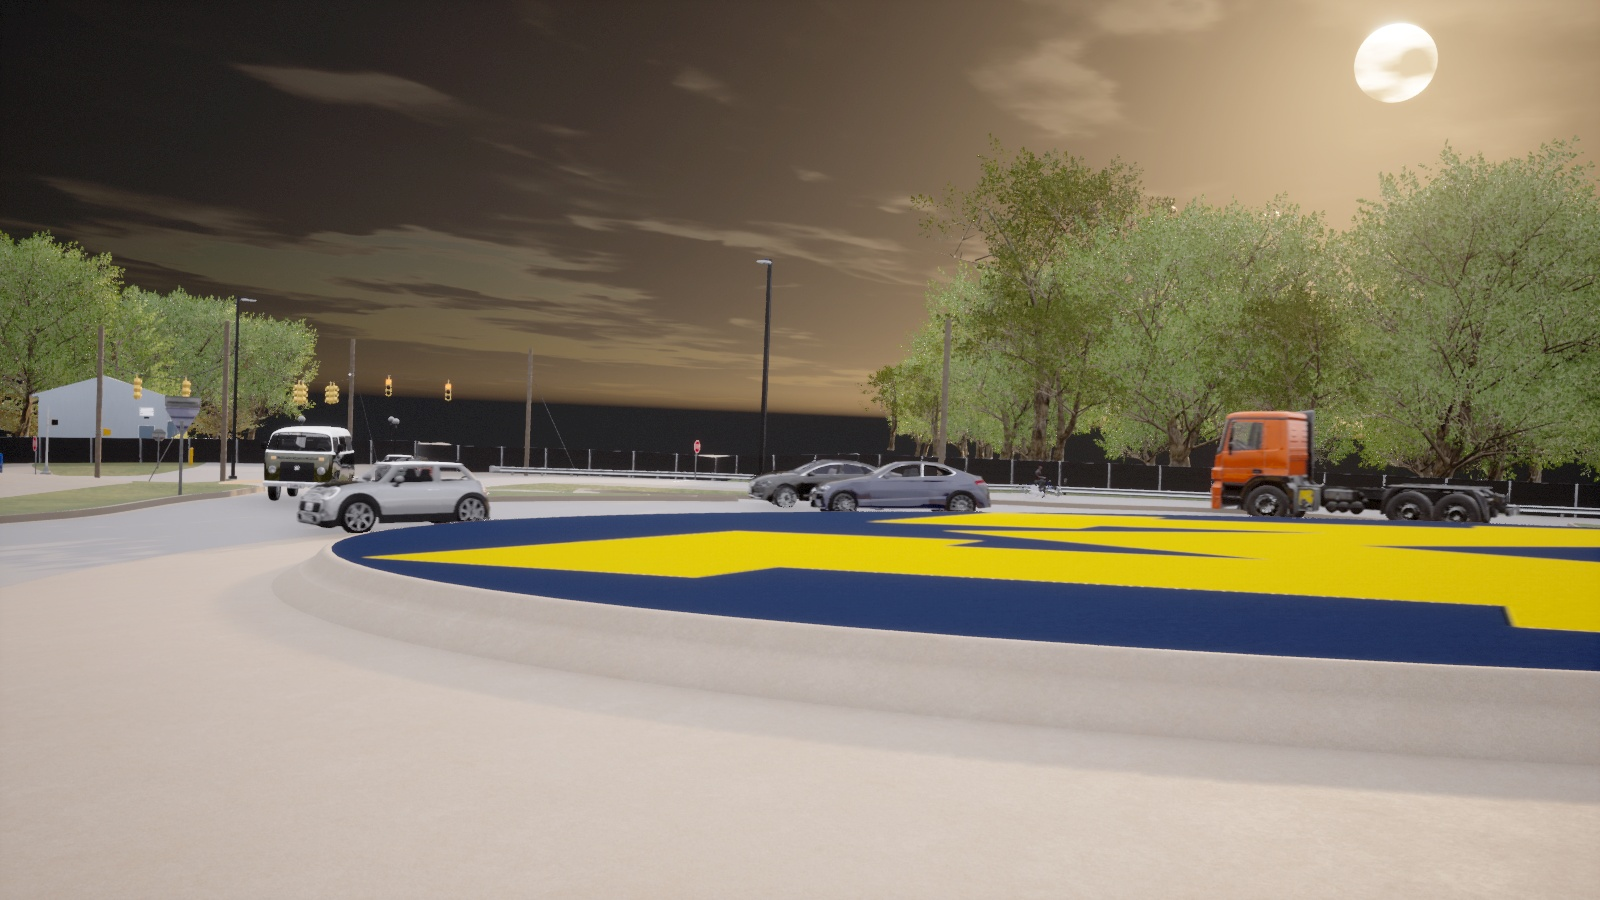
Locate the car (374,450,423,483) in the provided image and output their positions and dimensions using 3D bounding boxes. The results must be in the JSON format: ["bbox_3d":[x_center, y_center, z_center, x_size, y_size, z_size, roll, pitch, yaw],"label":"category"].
[{"bbox_3d":[-19.593,0.793,61.197,1.970,1.475,3.806,2,-1,-22],"label":"car"}]

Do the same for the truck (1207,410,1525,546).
[{"bbox_3d":[16.382,0.672,36.655,7.936,3.462,2.891,3,1,35],"label":"truck"}]

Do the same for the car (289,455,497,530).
[{"bbox_3d":[-8.820,0.875,27.331,3.806,1.475,1.970,1,1,-40],"label":"car"}]

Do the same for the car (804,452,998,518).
[{"bbox_3d":[2.767,0.996,35.086,5.027,1.651,2.152,2,-2,-8],"label":"car"}]

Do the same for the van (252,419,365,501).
[{"bbox_3d":[-13.513,0.253,34.792,2.069,2.038,4.480,3,0,-11],"label":"van"}]

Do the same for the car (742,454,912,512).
[{"bbox_3d":[0.798,1.018,39.398,4.902,1.511,2.128,2,2,-13],"label":"car"}]

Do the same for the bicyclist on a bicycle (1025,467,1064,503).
[{"bbox_3d":[12.766,1.816,65.688,1.843,1.776,0.659,2,1,27],"label":"bicyclist on a bicycle"}]
